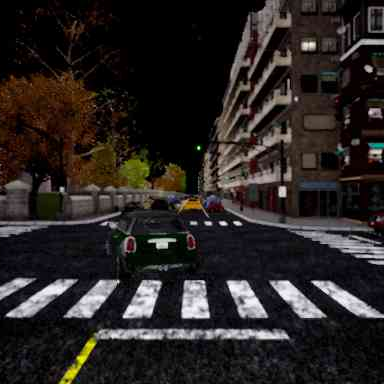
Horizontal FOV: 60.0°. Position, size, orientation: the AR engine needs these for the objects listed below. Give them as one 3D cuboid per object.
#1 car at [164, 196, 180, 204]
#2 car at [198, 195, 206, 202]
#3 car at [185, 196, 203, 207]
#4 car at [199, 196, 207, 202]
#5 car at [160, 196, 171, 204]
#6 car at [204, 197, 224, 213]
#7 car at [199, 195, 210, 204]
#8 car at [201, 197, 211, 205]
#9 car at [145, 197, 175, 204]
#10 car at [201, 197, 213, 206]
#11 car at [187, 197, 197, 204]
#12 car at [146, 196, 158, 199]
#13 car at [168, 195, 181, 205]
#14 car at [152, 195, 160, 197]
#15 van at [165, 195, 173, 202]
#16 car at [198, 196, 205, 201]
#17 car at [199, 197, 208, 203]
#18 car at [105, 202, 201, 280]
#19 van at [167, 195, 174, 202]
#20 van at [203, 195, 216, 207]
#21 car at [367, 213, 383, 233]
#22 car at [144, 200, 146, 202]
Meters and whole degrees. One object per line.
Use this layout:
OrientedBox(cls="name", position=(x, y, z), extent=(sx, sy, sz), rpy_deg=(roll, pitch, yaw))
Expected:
OrientedBox(cls="car", position=(-3.057, 1.656, 44.576), extent=(2.033, 1.411, 5.357), rpy_deg=(0, 0, 0))
OrientedBox(cls="car", position=(2.736, 1.711, 88.845), extent=(1.967, 1.590, 4.097), rpy_deg=(0, 0, 0))
OrientedBox(cls="car", position=(0.120, 1.579, 41.862), extent=(1.882, 1.535, 5.008), rpy_deg=(0, 0, 0))
OrientedBox(cls="car", position=(2.733, 1.792, 83.215), extent=(1.887, 1.381, 4.507), rpy_deg=(0, 0, 0))
OrientedBox(cls="car", position=(-5.652, 1.643, 71.959), extent=(1.967, 1.590, 4.097), rpy_deg=(0, 0, 0))
OrientedBox(cls="car", position=(2.712, 1.636, 38.173), extent=(1.887, 1.381, 4.507), rpy_deg=(0, 0, 0))
OrientedBox(cls="car", position=(2.729, 1.518, 71.955), extent=(2.192, 1.841, 5.009), rpy_deg=(0, 0, 0))
OrientedBox(cls="car", position=(2.725, 1.727, 66.324), extent=(1.887, 1.381, 4.507), rpy_deg=(0, 0, 0))
OrientedBox(cls="car", position=(-3.074, 1.554, 32.744), extent=(1.882, 1.535, 5.008), rpy_deg=(0, 0, 0))
OrientedBox(cls="car", position=(2.722, 1.713, 60.695), extent=(2.008, 1.369, 4.403), rpy_deg=(0, 0, 0))
OrientedBox(cls="car", position=(0.038, 1.757, 72.506), extent=(1.994, 1.385, 4.181), rpy_deg=(0, 0, 0))
OrientedBox(cls="car", position=(-5.665, 1.632, 43.639), extent=(1.752, 1.417, 4.829), rpy_deg=(0, 0, 0))
OrientedBox(cls="car", position=(-2.970, 1.722, 64.028), extent=(2.033, 1.411, 5.357), rpy_deg=(0, 0, 0))
OrientedBox(cls="car", position=(-5.663, 1.440, 49.439), extent=(2.192, 1.841, 5.009), rpy_deg=(0, 0, 0))
OrientedBox(cls="van", position=(-5.647, 1.588, 83.220), extent=(1.690, 1.788, 3.998), rpy_deg=(0, 0, 0))
OrientedBox(cls="car", position=(2.738, 1.878, 94.475), extent=(1.802, 1.307, 4.206), rpy_deg=(0, 0, 0))
OrientedBox(cls="car", position=(2.730, 1.775, 77.585), extent=(2.008, 1.369, 4.403), rpy_deg=(0, 0, 0))
OrientedBox(cls="car", position=(-1.439, 1.365, 10.373), extent=(2.097, 1.767, 4.553), rpy_deg=(1, 0, -19))
OrientedBox(cls="van", position=(-5.644, 1.612, 88.849), extent=(1.690, 1.788, 3.998), rpy_deg=(0, 0, 0))
OrientedBox(cls="van", position=(2.715, 1.448, 43.805), extent=(1.690, 1.788, 3.998), rpy_deg=(0, 0, 0))
OrientedBox(cls="car", position=(13.476, 1.642, 20.216), extent=(5.009, 1.841, 2.192), rpy_deg=(1, -1, 0))
OrientedBox(cls="car", position=(-5.671, 1.641, 32.547), extent=(1.947, 1.339, 4.313), rpy_deg=(0, 0, 0))
